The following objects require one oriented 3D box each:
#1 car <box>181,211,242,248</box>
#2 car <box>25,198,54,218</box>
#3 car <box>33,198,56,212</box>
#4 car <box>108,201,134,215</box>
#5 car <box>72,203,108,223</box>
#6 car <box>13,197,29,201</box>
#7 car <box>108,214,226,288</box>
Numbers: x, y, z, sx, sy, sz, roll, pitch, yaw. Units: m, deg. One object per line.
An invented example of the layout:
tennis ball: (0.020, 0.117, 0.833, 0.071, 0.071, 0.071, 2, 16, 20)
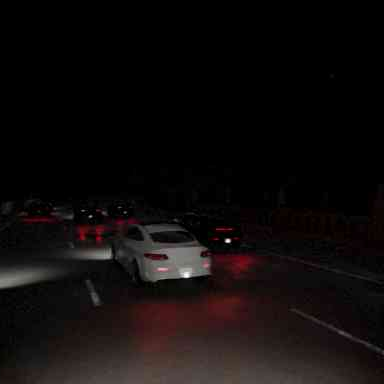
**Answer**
car: (0.408, 1.607, 14.921, 1.837, 1.490, 4.892, 1, 0, -23)
car: (-14.021, 1.522, 30.696, 1.882, 1.535, 5.008, 1, 0, -23)
car: (-17.892, 1.553, 40.555, 2.128, 1.511, 4.902, 1, 0, -19)
car: (-6.926, 1.623, 31.944, 2.128, 1.511, 4.902, 1, 0, -23)
car: (-8.290, 1.571, 26.260, 2.128, 1.511, 4.902, 1, 0, -23)
car: (-29.341, 1.542, 57.653, 2.128, 1.511, 4.902, 0, 0, -7)
car: (-1.040, 1.576, 9.437, 1.812, 1.442, 4.674, 1, 0, -23)
